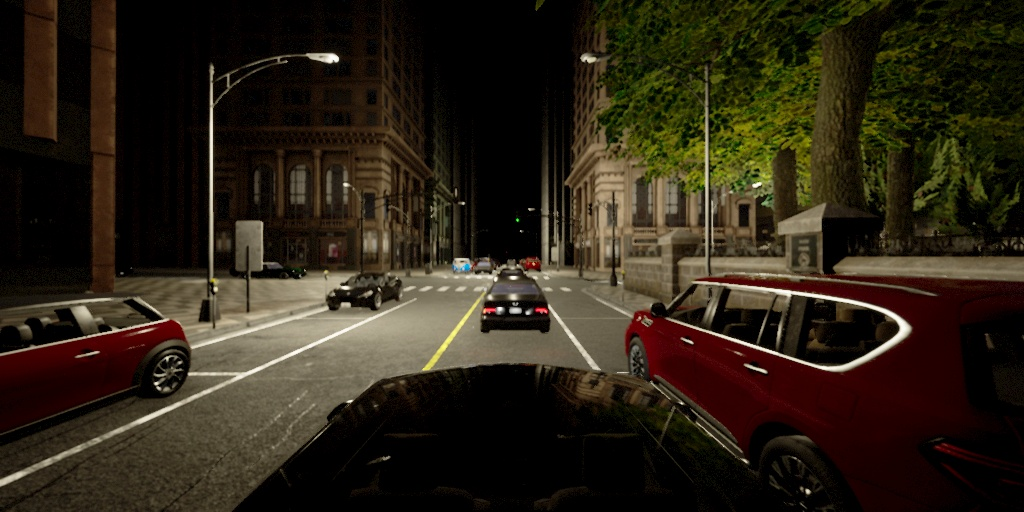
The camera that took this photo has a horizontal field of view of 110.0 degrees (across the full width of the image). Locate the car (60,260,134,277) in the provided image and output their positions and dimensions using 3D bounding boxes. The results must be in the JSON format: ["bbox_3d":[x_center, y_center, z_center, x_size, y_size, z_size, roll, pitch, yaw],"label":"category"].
[{"bbox_3d":[-31.035,0.939,26.454,4.718,1.301,1.895,1,0,-1],"label":"car"}]

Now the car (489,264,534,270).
[{"bbox_3d":[-0.005,1.347,20.181,1.994,1.385,4.181,0,0,1],"label":"car"}]

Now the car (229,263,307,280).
[{"bbox_3d":[-17.890,1.141,26.536,4.718,1.301,1.895,1,0,0],"label":"car"}]

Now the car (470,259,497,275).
[{"bbox_3d":[-3.149,1.377,40.796,2.033,1.411,5.357,0,0,0],"label":"car"}]

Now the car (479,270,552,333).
[{"bbox_3d":[0.071,1.313,10.778,2.033,1.411,5.357,0,0,0],"label":"car"}]

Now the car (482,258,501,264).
[{"bbox_3d":[-3.159,1.410,52.533,2.033,1.411,5.357,0,0,0],"label":"car"}]

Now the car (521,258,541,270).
[{"bbox_3d":[2.707,1.160,46.753,2.192,1.841,5.009,0,0,0],"label":"car"}]

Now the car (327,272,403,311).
[{"bbox_3d":[-5.777,1.338,14.636,1.948,1.339,4.313,0,0,0],"label":"car"}]

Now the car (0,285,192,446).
[{"bbox_3d":[-5.763,1.193,3.588,1.967,1.591,4.097,0,0,0],"label":"car"}]

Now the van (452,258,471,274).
[{"bbox_3d":[-5.812,1.171,41.293,1.690,1.789,3.998,0,0,0],"label":"van"}]

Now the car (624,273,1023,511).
[{"bbox_3d":[2.762,1.068,3.610,2.192,1.841,5.009,0,0,0],"label":"car"}]
